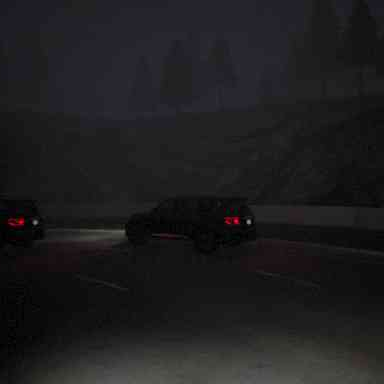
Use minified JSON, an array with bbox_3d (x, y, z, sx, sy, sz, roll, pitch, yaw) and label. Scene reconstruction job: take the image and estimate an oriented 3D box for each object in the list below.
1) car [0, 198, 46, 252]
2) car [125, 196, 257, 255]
[{"bbox_3d":[-8.505,1.251,12.665,5.566,2.045,2.150,-1,-1,6],"label":"car"},{"bbox_3d":[-0.191,1.162,13.264,5.566,2.045,2.150,0,0,35],"label":"car"}]
